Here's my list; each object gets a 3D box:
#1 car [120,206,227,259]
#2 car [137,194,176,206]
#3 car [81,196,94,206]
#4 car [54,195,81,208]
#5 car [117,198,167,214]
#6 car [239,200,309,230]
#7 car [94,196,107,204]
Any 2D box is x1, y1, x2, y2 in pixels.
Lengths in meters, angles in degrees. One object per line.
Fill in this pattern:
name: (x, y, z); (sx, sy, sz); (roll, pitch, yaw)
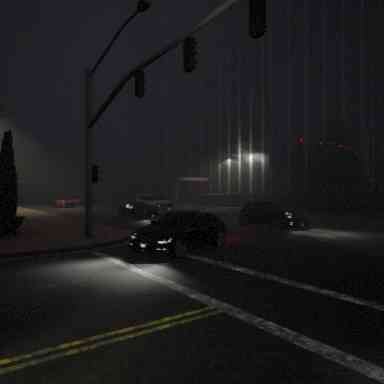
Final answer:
car: (-0.305, 1.504, 12.937); (1.837, 1.490, 4.892); (3, 2, 32)
car: (-3.751, 1.218, 33.415); (2.150, 2.045, 5.566); (0, 0, -36)
car: (-17.759, 1.348, 52.796); (2.097, 1.767, 4.553); (0, 0, -35)
car: (-17.825, 1.349, 46.880); (2.097, 1.767, 4.553); (0, 0, -36)
car: (-4.655, 1.545, 28.705); (2.033, 1.411, 5.357); (0, 0, -36)
car: (5.138, 1.348, 21.263); (2.097, 1.767, 4.553); (0, 0, -36)
car: (-18.681, 1.473, 66.225); (1.882, 1.535, 5.008); (0, 0, -36)
